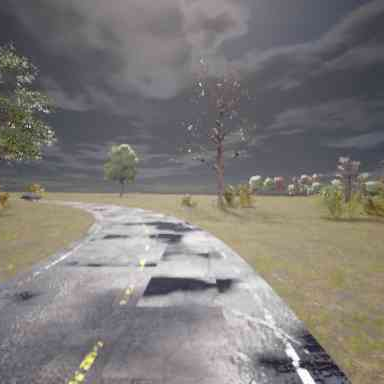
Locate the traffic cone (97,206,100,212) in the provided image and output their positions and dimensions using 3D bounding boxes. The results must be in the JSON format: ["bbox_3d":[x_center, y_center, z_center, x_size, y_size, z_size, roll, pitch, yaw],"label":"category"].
[{"bbox_3d":[-9.746,1.802,34.681,0.340,0.580,0.340,0,0,-23],"label":"traffic cone"}]

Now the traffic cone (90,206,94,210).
[{"bbox_3d":[-11.760,1.770,39.083,0.340,0.580,0.340,0,0,-26],"label":"traffic cone"}]

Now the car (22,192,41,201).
[{"bbox_3d":[-32.322,0.812,67.037,4.553,1.767,2.097,1,0,37],"label":"car"}]
